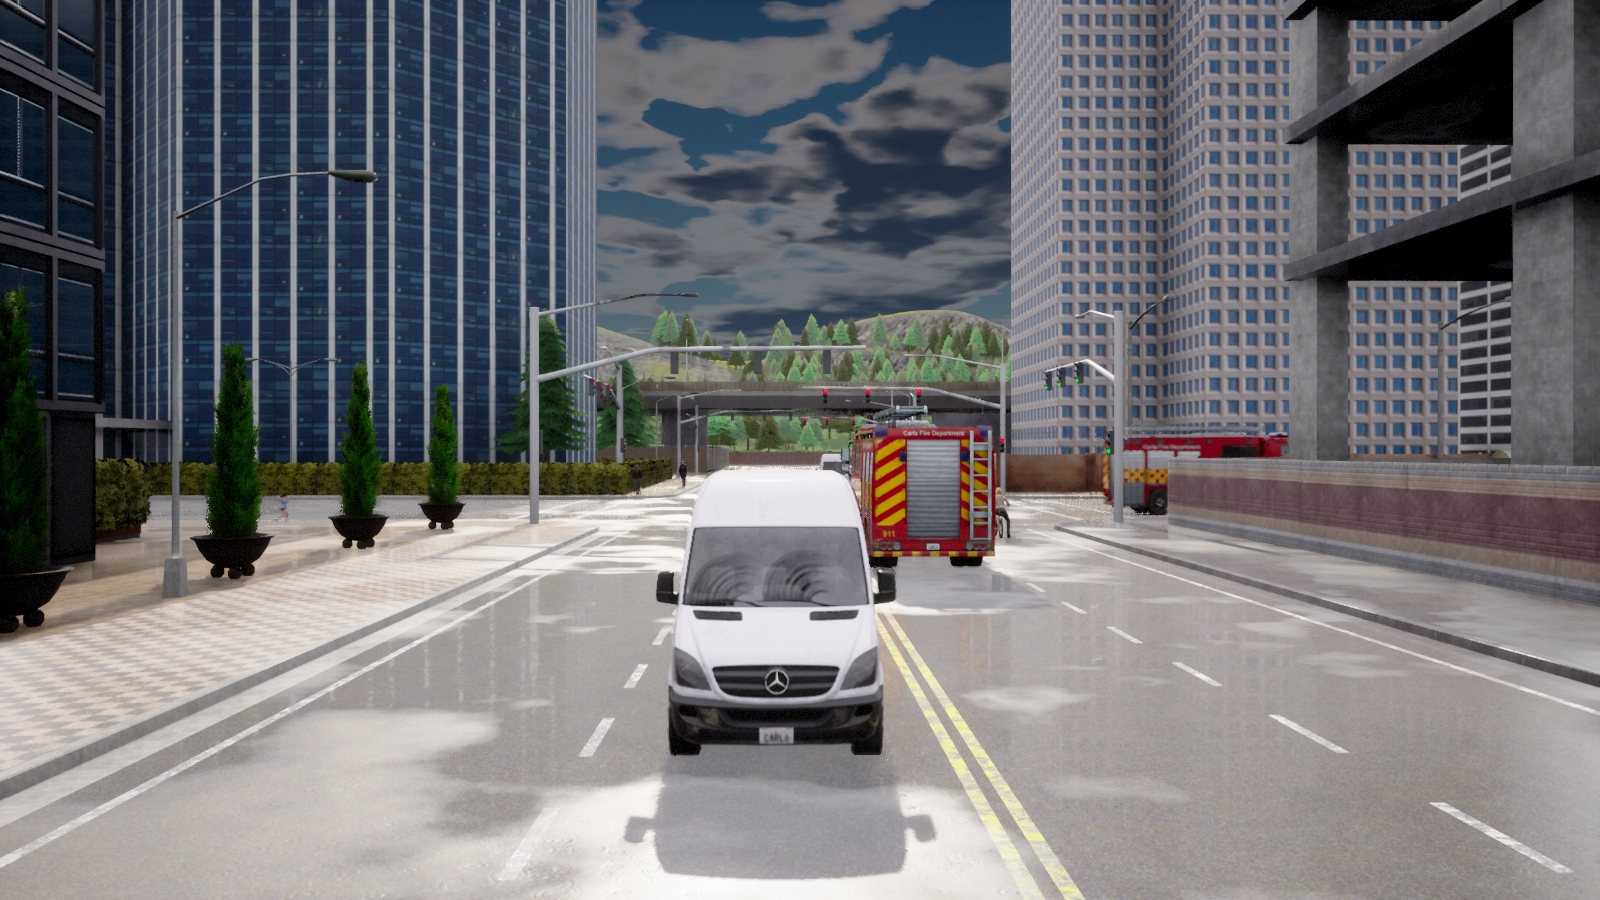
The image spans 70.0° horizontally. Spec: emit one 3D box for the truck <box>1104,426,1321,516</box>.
[{"bbox_3d":[17.916,0.890,50.010,8.468,3.827,2.891,0,0,-1],"label":"truck"}]

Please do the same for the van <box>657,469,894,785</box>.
[{"bbox_3d":[-0.259,1.535,12.557,1.988,2.561,5.915,0,0,-1],"label":"van"}]

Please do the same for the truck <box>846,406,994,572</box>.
[{"bbox_3d":[2.932,0.891,30.480,2.891,3.827,8.468,0,0,-1],"label":"truck"}]

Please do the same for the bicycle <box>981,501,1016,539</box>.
[{"bbox_3d":[6.346,2.233,36.588,0.859,1.126,1.487,0,0,-1],"label":"bicycle"}]

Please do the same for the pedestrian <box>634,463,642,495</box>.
[{"bbox_3d":[-9.415,1.696,66.375,0.375,1.860,0.375,0,0,10],"label":"pedestrian"}]

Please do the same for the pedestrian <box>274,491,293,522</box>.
[{"bbox_3d":[-19.026,2.076,42.097,0.500,1.100,0.500,0,0,-3],"label":"pedestrian"}]

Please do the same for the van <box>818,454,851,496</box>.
[{"bbox_3d":[2.172,1.534,73.479,1.988,2.561,5.915,0,0,0],"label":"van"}]
